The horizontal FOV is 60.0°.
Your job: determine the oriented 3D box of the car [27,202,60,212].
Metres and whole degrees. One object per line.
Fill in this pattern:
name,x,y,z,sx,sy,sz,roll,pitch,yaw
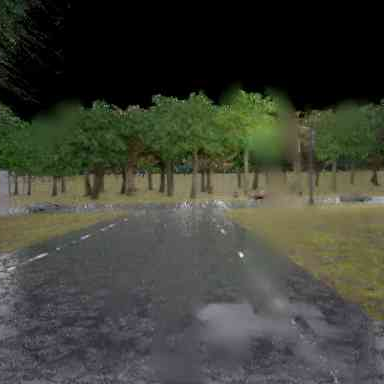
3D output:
car,-21.330,2.078,47.802,4.181,1.385,1.994,-1,3,0

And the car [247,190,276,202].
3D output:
car,11.437,0.549,54.984,4.553,1.767,2.097,-1,3,0

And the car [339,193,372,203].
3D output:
car,23.562,0.847,47.984,4.181,1.385,1.994,-2,3,0
